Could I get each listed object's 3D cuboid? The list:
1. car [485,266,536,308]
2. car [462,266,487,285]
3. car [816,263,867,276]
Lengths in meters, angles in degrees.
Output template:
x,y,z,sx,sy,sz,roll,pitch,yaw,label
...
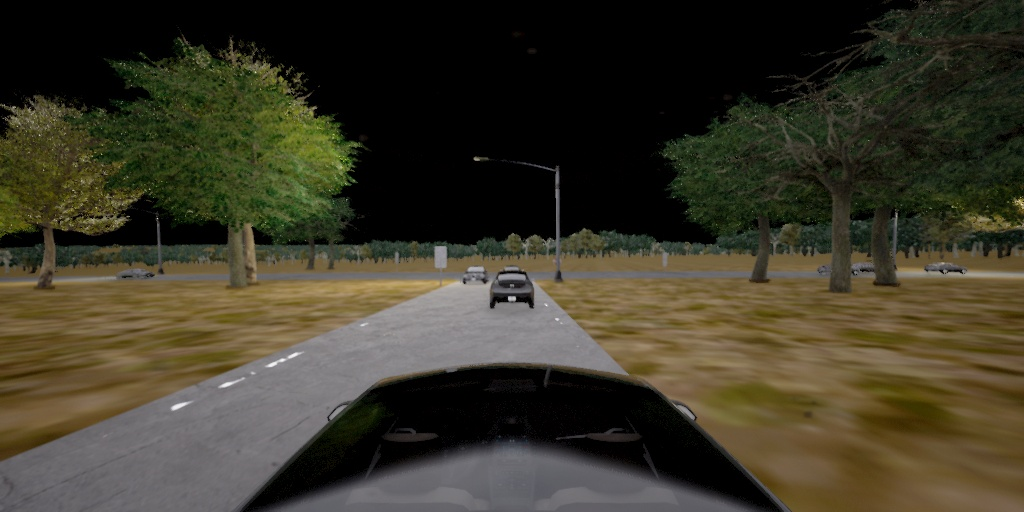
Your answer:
x,y,z,sx,sy,sz,roll,pitch,yaw,label
0.010,1.401,16.145,1.837,1.490,4.892,0,0,0,car
-2.993,1.576,30.200,1.812,1.442,4.674,0,-1,0,car
42.228,1.756,46.386,4.902,1.511,2.128,0,2,-4,car
